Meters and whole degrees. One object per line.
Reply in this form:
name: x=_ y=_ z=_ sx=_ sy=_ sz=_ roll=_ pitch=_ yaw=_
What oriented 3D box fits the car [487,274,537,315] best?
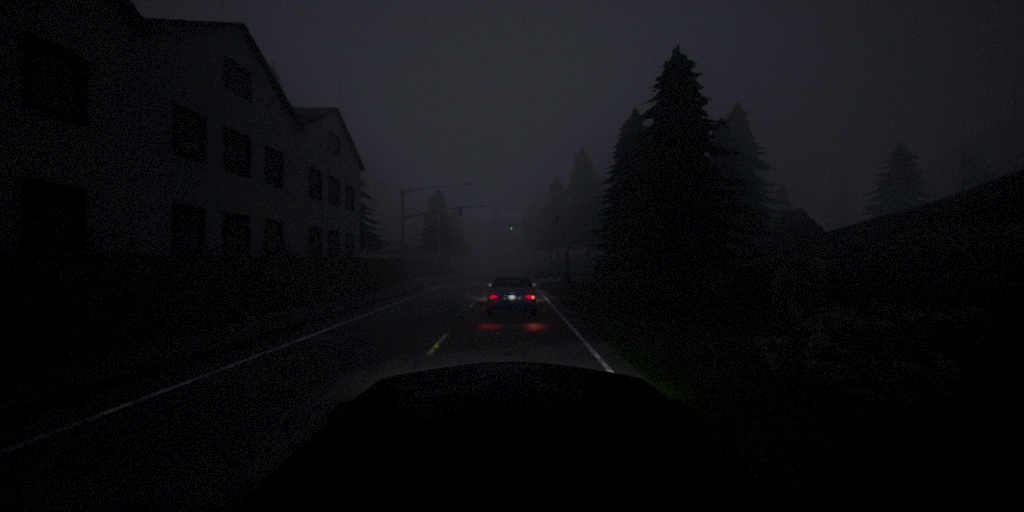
car: x=0.007 y=1.437 z=14.338 sx=2.033 sy=1.411 sz=5.357 roll=0 pitch=-1 yaw=0
